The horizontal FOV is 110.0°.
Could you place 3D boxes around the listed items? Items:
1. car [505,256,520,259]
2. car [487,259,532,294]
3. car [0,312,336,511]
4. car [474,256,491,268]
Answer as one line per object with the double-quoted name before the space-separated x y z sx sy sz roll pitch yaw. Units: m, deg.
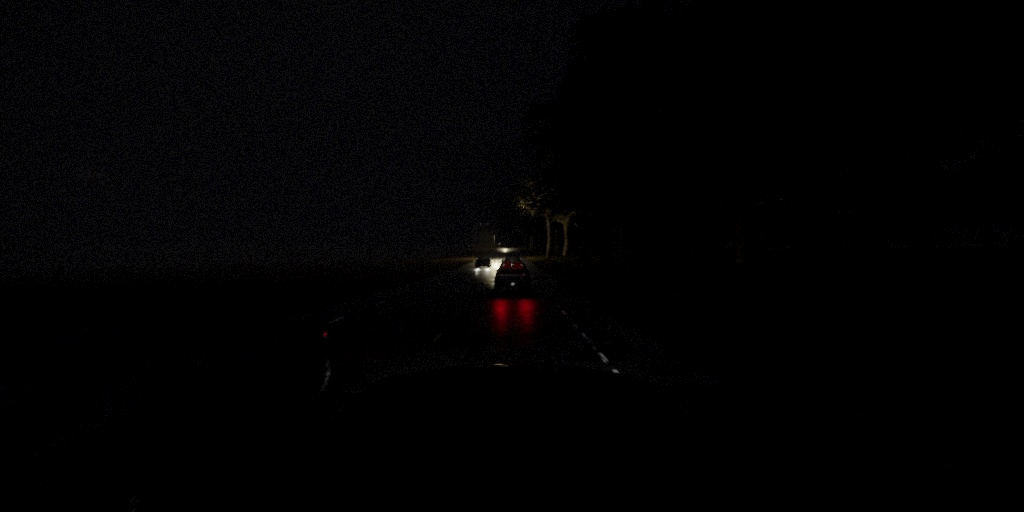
"car" 0.070 0.744 35.178 2.097 1.767 4.553 0 1 0
"car" 0.056 1.085 19.126 2.128 1.511 4.902 0 1 1
"car" -3.582 1.299 3.528 1.994 1.385 4.181 0 0 1
"car" -3.587 0.755 45.056 2.033 1.411 5.357 0 1 0
